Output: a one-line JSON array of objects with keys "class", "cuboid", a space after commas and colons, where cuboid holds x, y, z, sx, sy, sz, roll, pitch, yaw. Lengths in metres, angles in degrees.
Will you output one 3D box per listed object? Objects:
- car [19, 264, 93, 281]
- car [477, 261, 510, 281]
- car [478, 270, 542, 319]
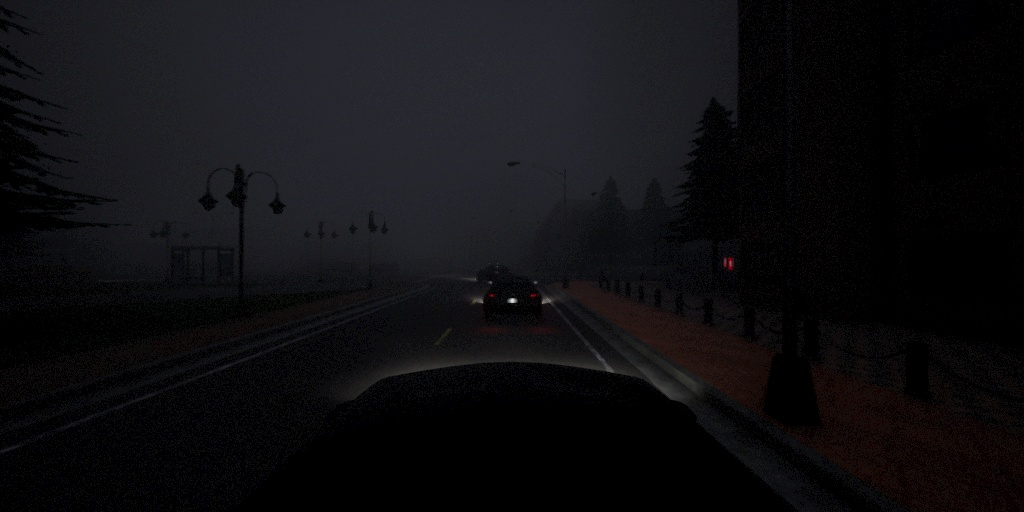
[{"class": "car", "cuboid": [-40.128, 1.451, 31.648, 5.008, 1.535, 1.882, 0, 0, 0]}, {"class": "car", "cuboid": [-1.465, 1.438, 28.979, 2.128, 1.511, 4.902, 0, 0, -21]}, {"class": "car", "cuboid": [0.037, 1.394, 13.275, 1.994, 1.385, 4.181, 0, 0, 1]}]
